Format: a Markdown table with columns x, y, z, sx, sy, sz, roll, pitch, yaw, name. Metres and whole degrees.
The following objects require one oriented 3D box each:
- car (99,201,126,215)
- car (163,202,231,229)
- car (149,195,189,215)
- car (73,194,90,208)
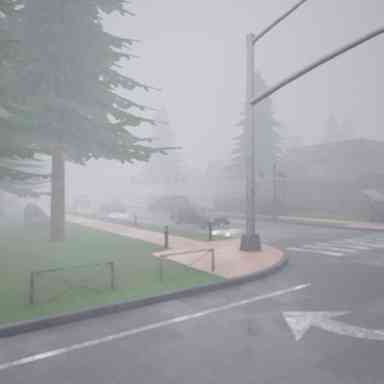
| x | y | z | sx | sy | sz | roll | pitch | yaw | name |
| --- | --- | --- | --- | --- | --- | --- | --- | --- | --- |
| -8.871 | 1.707 | 36.870 | 1.994 | 1.385 | 4.181 | 0 | 0 | -33 | car |
| 0.376 | 1.691 | 23.479 | 2.033 | 1.411 | 5.357 | 0 | 0 | -35 | car |
| -2.305 | 1.360 | 33.650 | 2.150 | 2.045 | 5.566 | 0 | 0 | -35 | car |
| -17.314 | 1.275 | 51.994 | 2.150 | 2.045 | 5.566 | 0 | 0 | -25 | car |
